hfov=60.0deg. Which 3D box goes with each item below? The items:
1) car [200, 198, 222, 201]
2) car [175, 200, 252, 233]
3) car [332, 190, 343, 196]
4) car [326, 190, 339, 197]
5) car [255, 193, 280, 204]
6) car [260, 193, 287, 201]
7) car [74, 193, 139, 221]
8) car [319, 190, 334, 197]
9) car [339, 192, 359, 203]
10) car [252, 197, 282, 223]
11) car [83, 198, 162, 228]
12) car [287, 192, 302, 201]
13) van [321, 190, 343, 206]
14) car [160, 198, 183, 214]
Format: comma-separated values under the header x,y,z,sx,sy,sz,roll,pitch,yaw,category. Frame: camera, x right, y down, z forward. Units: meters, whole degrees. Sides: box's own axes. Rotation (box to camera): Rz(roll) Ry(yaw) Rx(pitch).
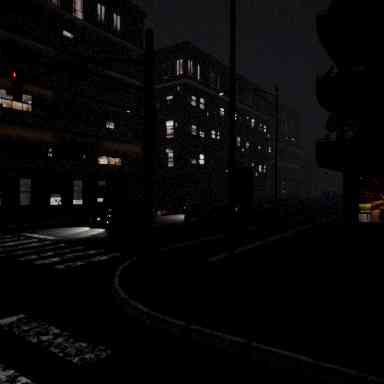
x,y,z,sx,sy,sz,roll,pitch,yaw,category
1.612,1.173,28.598,1.994,1.385,4.181,1,1,35,car
1.285,1.348,18.023,1.947,1.339,4.313,2,2,35,car
35.972,0.256,82.186,1.802,1.307,4.206,2,2,35,car
32.777,0.336,77.622,1.802,1.307,4.206,2,2,35,car
10.416,0.880,45.678,1.947,1.339,4.313,2,2,35,car
9.077,0.908,39.248,2.128,1.511,4.902,1,2,35,car
-5.555,1.031,22.854,2.192,1.841,5.009,2,2,35,car
29.583,0.378,73.058,1.887,1.381,4.507,2,2,35,car
23.647,0.764,49.966,1.887,1.381,4.507,2,2,35,car
4.480,1.283,22.587,1.802,1.307,4.206,2,2,35,car
-4.129,1.317,20.407,1.994,1.385,4.181,1,1,35,car
16.805,0.719,54.805,1.947,1.339,4.313,2,2,35,car
17.261,0.721,40.836,1.690,1.788,3.998,2,2,35,van
-2.362,1.180,27.424,1.887,1.381,4.507,2,2,35,car
